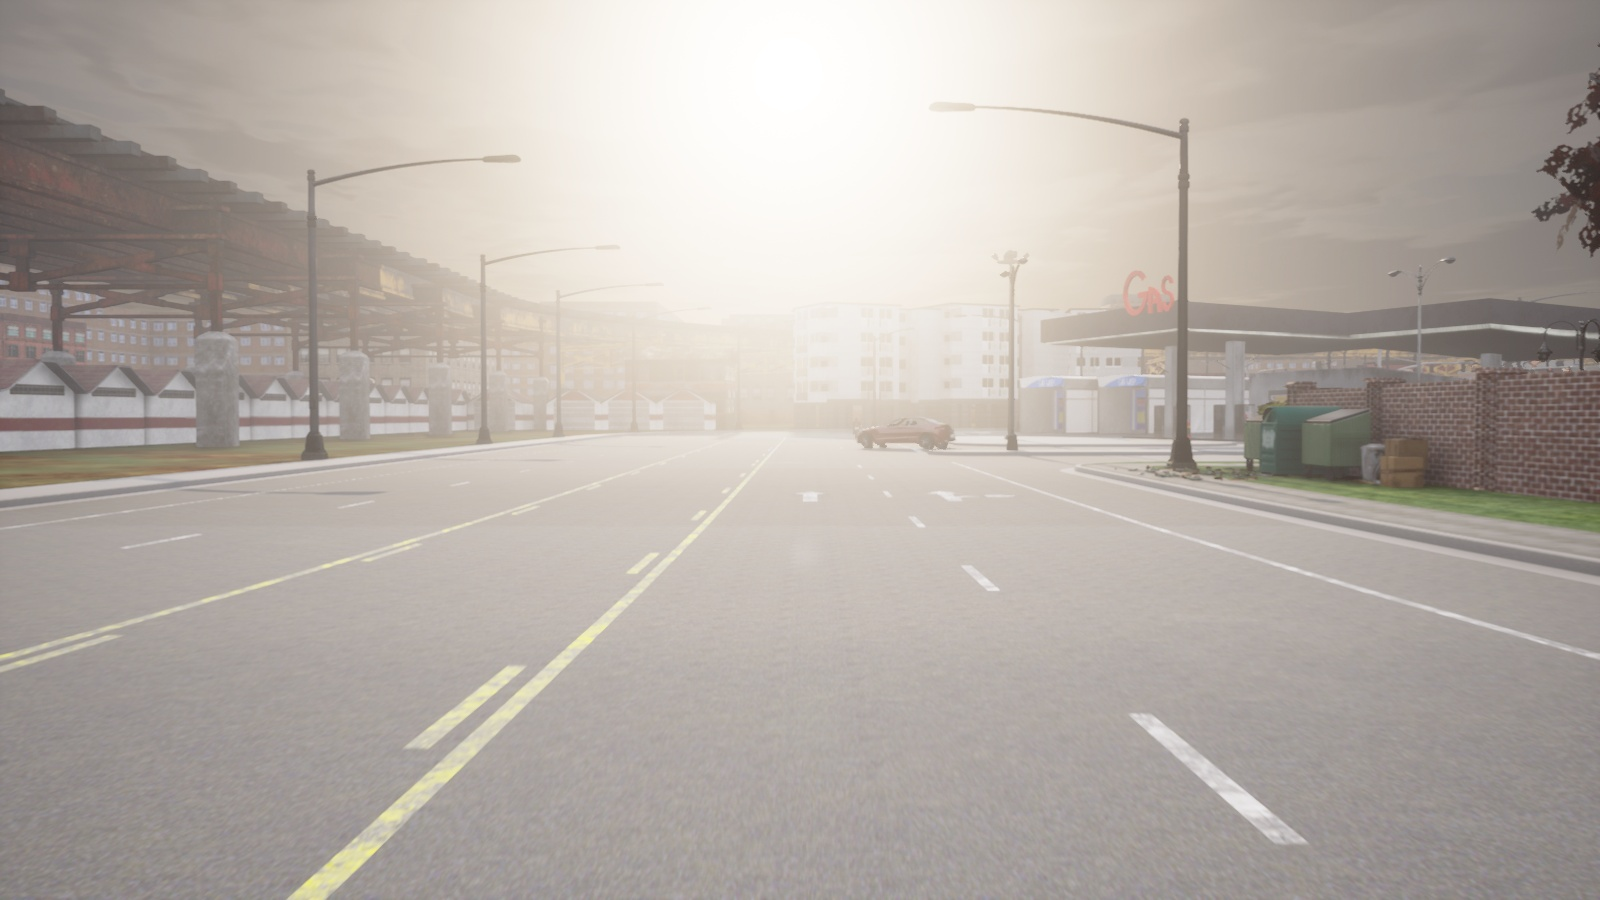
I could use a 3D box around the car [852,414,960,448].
[{"bbox_3d":[5.363,-1.003,63.848,5.027,1.651,2.152,1,2,29],"label":"car"}]
